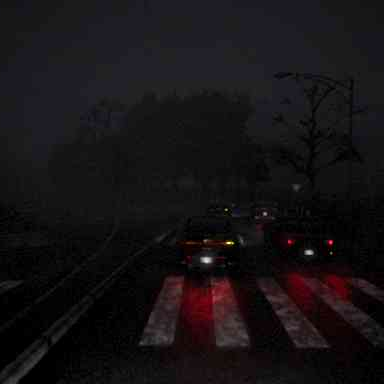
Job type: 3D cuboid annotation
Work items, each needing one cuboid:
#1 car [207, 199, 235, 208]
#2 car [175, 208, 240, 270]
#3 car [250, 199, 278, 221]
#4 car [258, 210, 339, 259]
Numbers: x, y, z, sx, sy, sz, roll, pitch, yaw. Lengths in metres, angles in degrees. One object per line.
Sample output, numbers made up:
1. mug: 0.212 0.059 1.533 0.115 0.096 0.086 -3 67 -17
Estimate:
1. car: 2.121 1.320 25.028 1.837 1.490 4.892 0 2 9
2. car: 0.554 1.514 11.151 1.837 1.490 4.892 0 1 4
3. car: 5.512 1.292 25.527 1.882 1.535 5.008 1 2 10
4. car: 3.902 1.619 12.800 1.895 1.301 4.718 0 0 4
